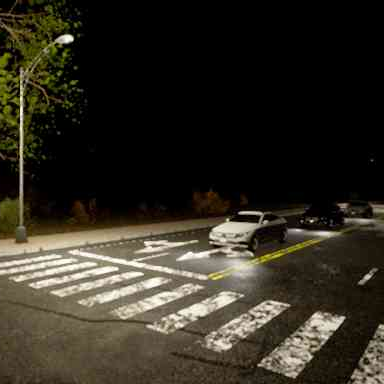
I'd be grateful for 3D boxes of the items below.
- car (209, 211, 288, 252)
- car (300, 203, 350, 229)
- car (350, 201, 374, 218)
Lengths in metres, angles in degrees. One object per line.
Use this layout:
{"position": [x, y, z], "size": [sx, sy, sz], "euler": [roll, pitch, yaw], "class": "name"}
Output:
{"position": [2.605, 1.550, 14.277], "size": [1.812, 1.442, 4.674], "euler": [0, 0, 38], "class": "car"}
{"position": [8.782, 1.536, 22.176], "size": [1.837, 1.490, 4.892], "euler": [0, 0, 38], "class": "car"}
{"position": [15.281, 1.563, 30.474], "size": [1.812, 1.442, 4.674], "euler": [0, 0, 38], "class": "car"}
